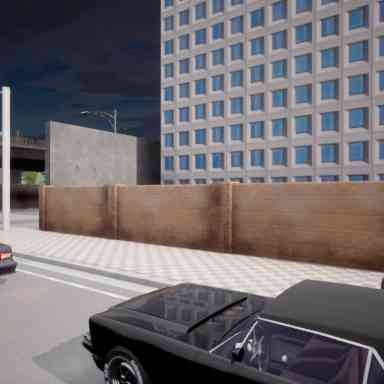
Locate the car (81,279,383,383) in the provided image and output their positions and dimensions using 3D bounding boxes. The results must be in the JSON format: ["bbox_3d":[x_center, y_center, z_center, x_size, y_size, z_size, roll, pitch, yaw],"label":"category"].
[{"bbox_3d":[1.059,1.601,3.229,4.718,1.301,1.895,0,0,36],"label":"car"}]

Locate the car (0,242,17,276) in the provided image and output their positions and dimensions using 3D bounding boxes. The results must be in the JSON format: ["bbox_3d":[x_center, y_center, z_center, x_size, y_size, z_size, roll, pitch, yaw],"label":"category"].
[{"bbox_3d":[-6.747,1.547,8.804,5.357,1.411,2.033,0,0,36],"label":"car"}]
